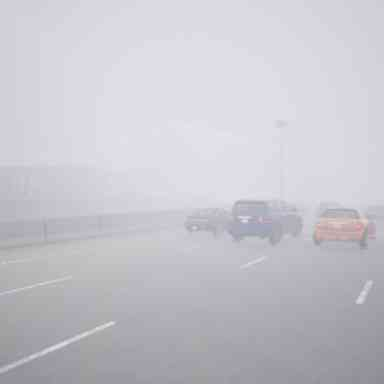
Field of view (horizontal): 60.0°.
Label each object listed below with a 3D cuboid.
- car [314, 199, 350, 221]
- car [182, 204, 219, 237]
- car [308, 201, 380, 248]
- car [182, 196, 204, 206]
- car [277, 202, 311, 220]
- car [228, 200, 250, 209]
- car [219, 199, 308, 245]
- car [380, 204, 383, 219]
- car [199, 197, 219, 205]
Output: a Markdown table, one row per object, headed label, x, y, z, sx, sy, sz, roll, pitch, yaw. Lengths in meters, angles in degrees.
| label | x | y | z | sx | sy | sz | roll | pitch | yaw |
| --- | --- | --- | --- | --- | --- | --- | --- | --- | --- |
| car | 12.660 | 1.549 | 29.960 | 2.097 | 1.767 | 4.553 | -1 | -1 | 34 |
| car | 1.497 | 1.674 | 19.562 | 2.128 | 1.511 | 4.902 | -1 | -1 | 34 |
| car | 7.242 | 1.451 | 15.567 | 2.097 | 1.767 | 4.553 | -1 | -1 | 34 |
| car | 0.572 | 1.768 | 56.386 | 2.150 | 2.045 | 5.566 | -1 | -1 | 33 |
| car | 9.975 | 1.747 | 32.233 | 1.837 | 1.490 | 4.892 | -1 | 0 | 34 |
| car | 7.818 | 2.041 | 54.859 | 1.994 | 1.385 | 4.181 | -1 | -1 | 31 |
| car | 3.814 | 1.360 | 16.748 | 2.150 | 2.045 | 5.566 | -1 | 0 | 34 |
| car | 16.195 | 1.726 | 28.933 | 1.994 | 1.385 | 4.181 | -1 | -1 | 34 |
| car | 3.897 | 2.056 | 55.076 | 2.033 | 1.411 | 5.357 | -1 | -1 | 32 |
